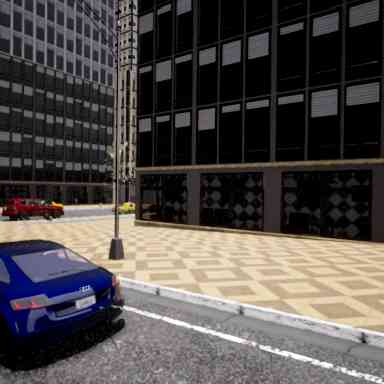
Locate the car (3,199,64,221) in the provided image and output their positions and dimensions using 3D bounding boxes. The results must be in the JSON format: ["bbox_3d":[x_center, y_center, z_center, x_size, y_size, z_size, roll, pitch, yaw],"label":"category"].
[{"bbox_3d":[-13.799,1.531,29.153,2.192,1.841,5.009,0,0,36],"label":"car"}]

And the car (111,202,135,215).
[{"bbox_3d":[-7.037,1.841,38.390,1.752,1.417,4.829,1,0,36],"label":"car"}]

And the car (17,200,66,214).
[{"bbox_3d":[-17.332,1.657,38.515,1.752,1.417,4.829,1,0,36],"label":"car"}]

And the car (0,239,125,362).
[{"bbox_3d":[-3.196,1.564,5.944,4.181,1.385,1.994,0,0,34],"label":"car"}]
